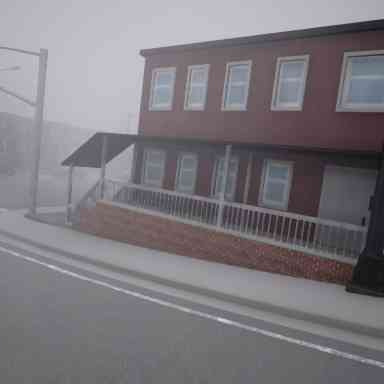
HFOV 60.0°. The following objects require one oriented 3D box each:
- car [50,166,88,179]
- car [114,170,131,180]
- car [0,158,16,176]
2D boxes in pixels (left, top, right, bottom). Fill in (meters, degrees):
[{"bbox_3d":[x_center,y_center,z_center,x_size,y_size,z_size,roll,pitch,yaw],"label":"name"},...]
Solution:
[{"bbox_3d":[-14.960,-2.478,40.599,1.812,1.442,4.674,10,6,36],"label":"car"},{"bbox_3d":[-9.191,-2.473,48.574,1.812,1.442,4.674,10,6,35],"label":"car"},{"bbox_3d":[-20.258,-2.657,33.260,2.097,1.767,4.553,10,6,36],"label":"car"}]
